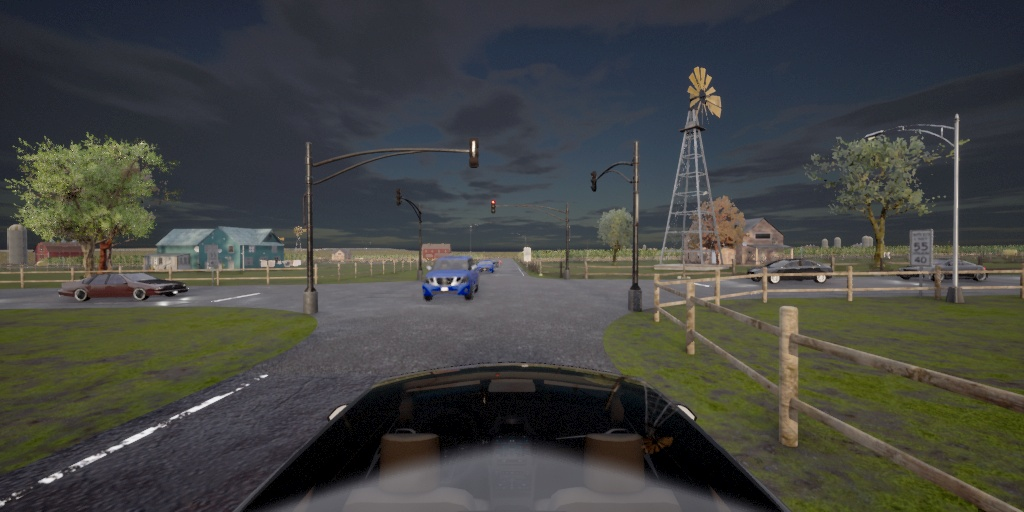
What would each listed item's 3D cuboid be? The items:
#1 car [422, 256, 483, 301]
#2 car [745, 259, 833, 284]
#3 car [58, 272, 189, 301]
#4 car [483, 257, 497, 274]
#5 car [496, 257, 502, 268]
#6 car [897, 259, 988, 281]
[{"bbox_3d":[-2.923,1.031,18.166,2.150,2.045,5.566,-1,1,0],"label":"car"},{"bbox_3d":[17.686,0.956,23.003,4.892,1.490,1.837,-1,1,0],"label":"car"},{"bbox_3d":[-20.636,1.586,19.123,5.357,1.411,2.033,-1,1,0],"label":"car"},{"bbox_3d":[-3.047,1.221,42.002,1.882,1.535,5.008,0,0,-1],"label":"car"},{"bbox_3d":[-3.156,1.291,58.943,2.033,1.411,5.357,0,0,0],"label":"car"},{"bbox_3d":[27.545,0.884,23.045,4.181,1.385,1.994,-1,1,0],"label":"car"}]
